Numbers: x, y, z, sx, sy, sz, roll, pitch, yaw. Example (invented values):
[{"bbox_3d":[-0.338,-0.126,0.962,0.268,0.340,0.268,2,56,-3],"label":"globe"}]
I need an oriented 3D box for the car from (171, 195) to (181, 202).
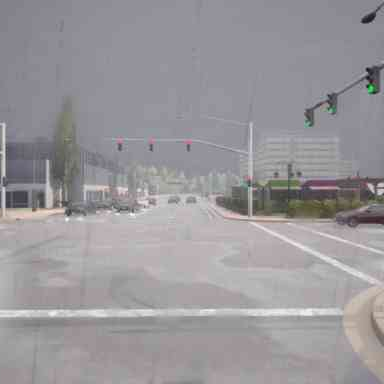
[{"bbox_3d":[-3.649,1.425,74.809,1.994,1.385,4.181,0,0,0],"label":"car"}]

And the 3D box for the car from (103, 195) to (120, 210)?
[{"bbox_3d":[-10.683,1.505,42.113,1.837,1.490,4.892,0,0,0],"label":"car"}]

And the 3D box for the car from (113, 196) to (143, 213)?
[{"bbox_3d":[-7.175,1.505,37.651,1.837,1.490,4.892,0,0,0],"label":"car"}]

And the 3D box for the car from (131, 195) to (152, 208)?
[{"bbox_3d":[-7.187,1.526,46.837,1.812,1.442,4.674,0,0,0],"label":"car"}]

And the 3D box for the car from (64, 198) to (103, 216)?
[{"bbox_3d":[-10.665,1.547,32.557,2.033,1.411,5.357,0,0,0],"label":"car"}]

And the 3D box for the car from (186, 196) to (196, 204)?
[{"bbox_3d":[-0.129,1.491,64.543,2.128,1.511,4.902,0,0,0],"label":"car"}]

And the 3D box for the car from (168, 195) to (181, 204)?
[{"bbox_3d":[-3.629,1.547,64.536,2.033,1.411,5.357,0,0,0],"label":"car"}]

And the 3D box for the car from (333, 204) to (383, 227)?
[{"bbox_3d":[11.762,1.526,21.899,4.674,1.442,1.812,0,0,1],"label":"car"}]

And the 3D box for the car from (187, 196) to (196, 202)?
[{"bbox_3d":[-0.149,1.468,74.848,1.895,1.301,4.718,0,0,0],"label":"car"}]

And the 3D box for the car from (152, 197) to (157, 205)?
[{"bbox_3d":[-7.195,1.564,56.797,1.994,1.385,4.181,0,0,0],"label":"car"}]

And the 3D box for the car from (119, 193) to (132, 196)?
[{"bbox_3d":[-10.697,1.221,52.717,2.150,2.045,5.566,0,0,0],"label":"car"}]
